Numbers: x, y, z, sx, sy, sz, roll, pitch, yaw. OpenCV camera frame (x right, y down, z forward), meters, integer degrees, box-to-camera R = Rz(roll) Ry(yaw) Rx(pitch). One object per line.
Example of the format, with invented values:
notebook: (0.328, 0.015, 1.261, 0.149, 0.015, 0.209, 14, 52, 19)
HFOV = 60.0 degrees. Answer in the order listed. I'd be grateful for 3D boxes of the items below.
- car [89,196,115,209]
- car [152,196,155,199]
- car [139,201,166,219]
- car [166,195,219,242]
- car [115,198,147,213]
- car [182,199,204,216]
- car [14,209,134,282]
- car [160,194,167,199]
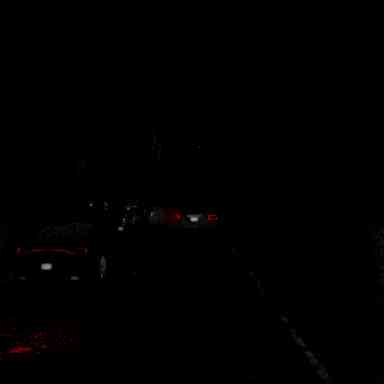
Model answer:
car: (-9.855, 1.340, 36.920, 2.097, 1.767, 4.553, 0, 0, 0)
car: (-9.774, 1.167, 78.574, 1.994, 1.385, 4.181, 0, 0, 0)
car: (-3.165, 1.592, 29.245, 1.895, 1.301, 4.718, 0, 0, 0)
car: (0.093, 1.219, 16.447, 2.150, 2.045, 5.566, 0, 0, 0)
car: (-6.605, 1.479, 36.827, 2.128, 1.511, 4.902, 0, 0, 0)
car: (0.088, 1.481, 33.895, 2.128, 1.511, 4.902, 0, 0, 0)
car: (-3.174, 1.475, 9.756, 1.882, 1.535, 5.008, 0, 0, 0)
car: (-6.524, 1.139, 78.575, 1.812, 1.442, 4.674, 0, 0, 0)
